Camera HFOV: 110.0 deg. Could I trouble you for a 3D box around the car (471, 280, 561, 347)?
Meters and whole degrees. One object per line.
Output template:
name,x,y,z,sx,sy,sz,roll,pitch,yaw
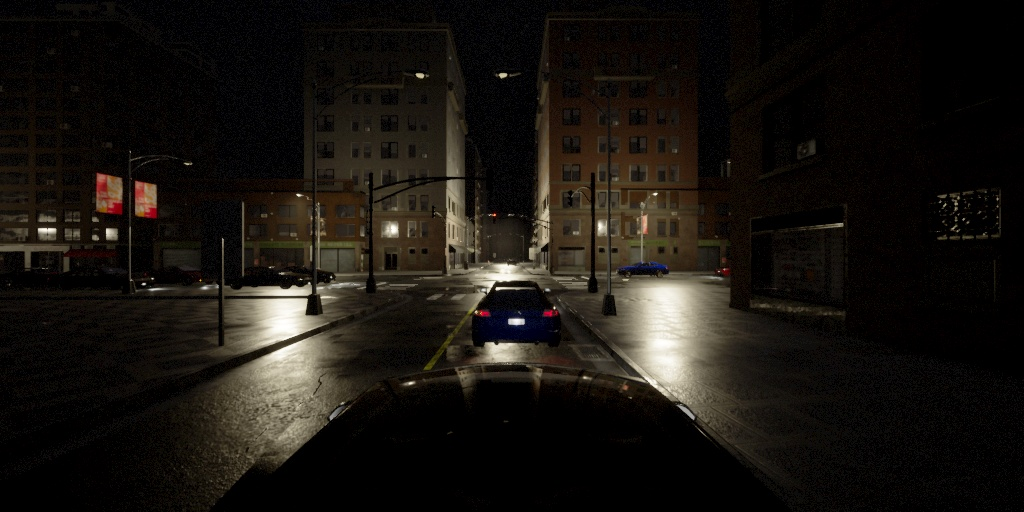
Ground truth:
car,0.097,1.314,9.342,1.994,1.385,4.181,0,0,0

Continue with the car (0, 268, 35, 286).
car,-33.716,1.468,25.794,4.718,1.301,1.895,0,0,0

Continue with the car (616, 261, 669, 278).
car,11.860,1.218,32.707,4.674,1.442,1.812,0,0,0

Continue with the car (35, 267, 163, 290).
car,-25.837,1.390,22.578,5.357,1.411,2.033,0,0,0

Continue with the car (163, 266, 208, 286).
car,-23.824,1.398,25.832,4.181,1.385,1.994,0,0,-1

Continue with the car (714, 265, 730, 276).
car,20.900,1.225,32.746,4.181,1.385,1.994,0,0,0

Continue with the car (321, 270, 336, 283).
car,-15.043,1.364,25.876,4.181,1.385,1.994,0,0,0

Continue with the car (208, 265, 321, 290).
car,-15.457,1.350,22.626,5.357,1.411,2.033,0,0,0
